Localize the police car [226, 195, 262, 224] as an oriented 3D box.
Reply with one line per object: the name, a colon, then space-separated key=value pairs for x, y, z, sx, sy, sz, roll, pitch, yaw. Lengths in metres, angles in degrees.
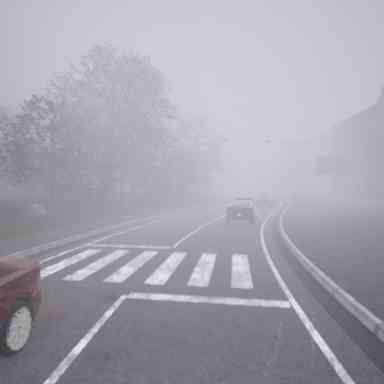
police car: x=3.686 y=1.247 z=23.830 sx=1.930 sy=1.638 sz=5.238 roll=1 pitch=1 yaw=15

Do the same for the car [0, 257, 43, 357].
car: x=-3.356 y=1.444 z=3.160 sx=1.882 sy=1.535 sz=5.008 roll=0 pitch=0 yaw=3

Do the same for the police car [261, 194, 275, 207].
police car: x=9.221 y=1.057 z=41.577 sx=2.038 sy=1.542 sz=4.974 roll=1 pitch=1 yaw=17
